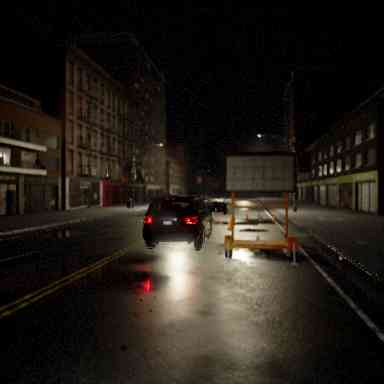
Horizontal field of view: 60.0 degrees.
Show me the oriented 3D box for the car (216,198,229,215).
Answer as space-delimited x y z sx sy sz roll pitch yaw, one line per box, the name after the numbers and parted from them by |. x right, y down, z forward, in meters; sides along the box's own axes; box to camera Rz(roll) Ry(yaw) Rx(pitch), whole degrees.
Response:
2.536 1.359 32.266 2.128 1.511 4.902 0 0 9 | car

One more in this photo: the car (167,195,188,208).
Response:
-1.970 1.286 46.224 1.882 1.535 5.008 0 0 9 | car

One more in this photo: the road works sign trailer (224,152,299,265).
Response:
2.345 0.418 11.591 2.380 3.560 2.880 0 0 9 | road works sign trailer

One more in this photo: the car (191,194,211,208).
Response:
1.330 1.163 46.252 2.097 1.767 4.553 0 0 9 | car

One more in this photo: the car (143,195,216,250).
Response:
-0.408 1.161 14.275 2.150 2.045 5.566 0 0 9 | car
